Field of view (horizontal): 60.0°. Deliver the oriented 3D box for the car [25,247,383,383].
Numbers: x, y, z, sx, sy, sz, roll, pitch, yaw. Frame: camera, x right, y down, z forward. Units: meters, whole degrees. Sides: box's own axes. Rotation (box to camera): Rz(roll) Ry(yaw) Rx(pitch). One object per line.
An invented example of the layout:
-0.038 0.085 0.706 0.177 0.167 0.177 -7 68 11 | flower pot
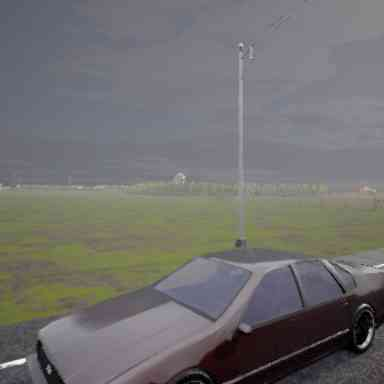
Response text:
0.790 1.545 4.556 5.357 1.411 2.033 0 0 -36 | car
